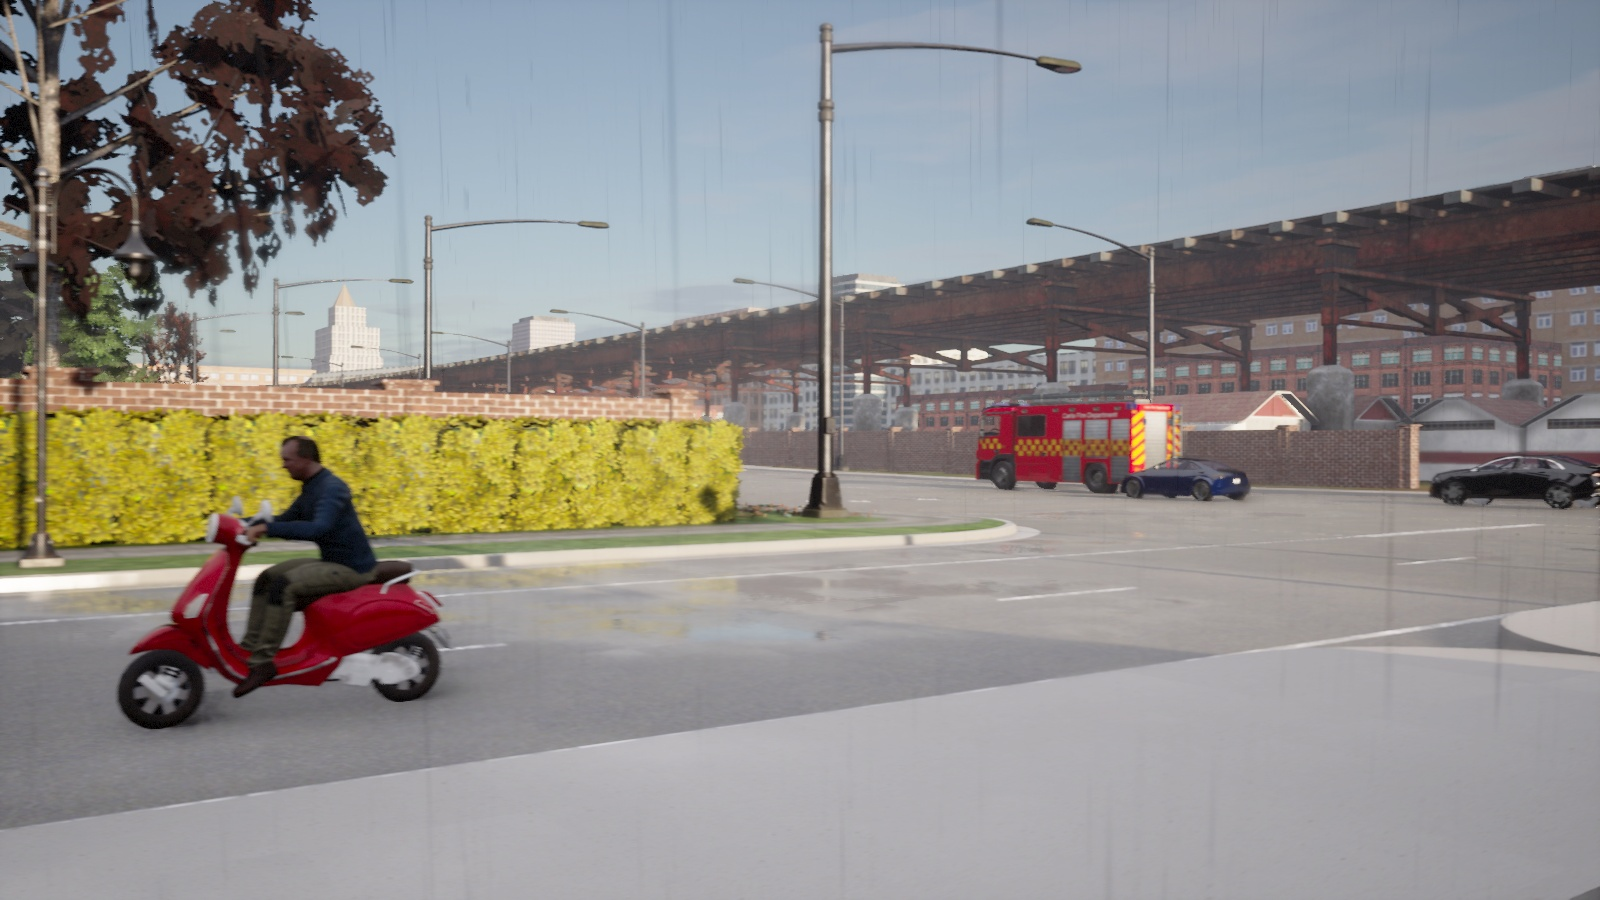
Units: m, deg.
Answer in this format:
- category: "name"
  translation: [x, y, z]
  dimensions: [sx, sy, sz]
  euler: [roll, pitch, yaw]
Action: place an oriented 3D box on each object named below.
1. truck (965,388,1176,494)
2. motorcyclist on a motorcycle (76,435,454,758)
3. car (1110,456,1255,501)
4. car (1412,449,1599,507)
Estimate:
- category: "truck"
  translation: [10.478, -0.327, 49.615]
  dimensions: [2.891, 3.827, 8.468]
  euler: [0, 0, -35]
- category: "motorcyclist on a motorcycle"
  translation: [-2.986, 0.722, 7.063]
  dimensions: [1.817, 1.590, 0.866]
  euler: [0, 0, -35]
- category: "car"
  translation: [12.345, 0.882, 40.750]
  dimensions: [1.994, 1.385, 4.181]
  euler: [0, 0, -35]
- category: "car"
  translation: [20.251, 0.745, 35.459]
  dimensions: [2.128, 1.511, 4.902]
  euler: [0, 0, -35]
